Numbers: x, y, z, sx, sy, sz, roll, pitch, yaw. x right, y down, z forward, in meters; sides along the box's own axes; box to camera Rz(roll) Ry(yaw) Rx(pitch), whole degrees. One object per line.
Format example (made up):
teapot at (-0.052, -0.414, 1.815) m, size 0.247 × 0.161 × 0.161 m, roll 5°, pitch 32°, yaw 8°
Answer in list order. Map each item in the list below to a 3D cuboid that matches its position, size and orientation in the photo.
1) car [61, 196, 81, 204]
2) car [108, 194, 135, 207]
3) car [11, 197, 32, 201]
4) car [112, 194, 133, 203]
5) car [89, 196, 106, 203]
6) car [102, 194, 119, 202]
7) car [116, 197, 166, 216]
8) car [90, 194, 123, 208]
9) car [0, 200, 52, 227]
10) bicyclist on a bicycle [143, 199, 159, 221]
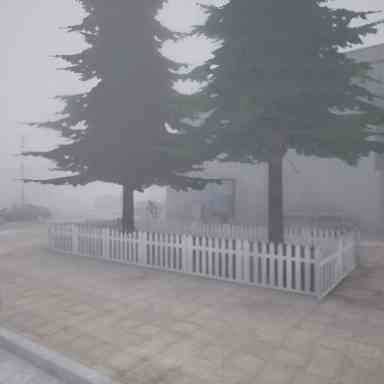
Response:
car at (-23.390, 1.613, 64.337) m, size 4.514 × 1.523 × 2.007 m, roll 0°, pitch 0°, yaw 36°
car at (-10.821, 1.291, 50.865) m, size 3.866 × 1.878 × 1.905 m, roll 0°, pitch 0°, yaw 36°
car at (-29.313, 1.635, 56.289) m, size 3.633 × 1.501 × 1.845 m, roll 0°, pitch 0°, yaw 36°
car at (-15.475, 1.408, 73.982) m, size 4.605 × 1.855 × 1.932 m, roll 0°, pitch 0°, yaw 36°
car at (-22.347, 1.718, 78.948) m, size 3.806 × 1.475 × 1.970 m, roll 0°, pitch 0°, yaw 36°
car at (-19.895, 1.431, 81.274) m, size 3.866 × 1.878 × 1.905 m, roll 0°, pitch 0°, yaw 36°
car at (-5.118, 1.599, 34.817) m, size 1.882 × 1.535 × 5.008 m, roll 0°, pitch 0°, yaw 36°
car at (-12.201, 1.309, 48.275) m, size 4.605 × 1.855 × 1.932 m, roll 0°, pitch 0°, yaw 36°
car at (-12.809, 1.612, 24.289) m, size 2.128 × 1.511 × 4.902 m, roll 0°, pitch 0°, yaw 36°
bicyclist on a bicycle at (-3.060, 1.380, 24.947) m, size 1.656 × 1.620 × 0.582 m, roll -1°, pitch 0°, yaw 36°
